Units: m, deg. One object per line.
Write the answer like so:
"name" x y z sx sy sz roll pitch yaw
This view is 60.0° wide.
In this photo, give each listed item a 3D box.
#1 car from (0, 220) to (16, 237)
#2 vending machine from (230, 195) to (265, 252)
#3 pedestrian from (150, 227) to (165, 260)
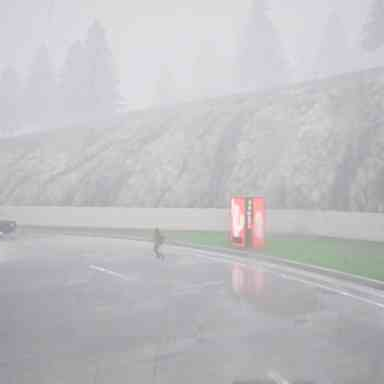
"car" -10.932 1.599 15.542 4.718 1.301 1.895 0 0 9
"vending machine" 2.180 1.194 13.058 1.100 2.100 0.880 0 0 -43
"pedestrian" -1.093 1.673 10.952 0.500 1.100 0.500 0 0 -45
